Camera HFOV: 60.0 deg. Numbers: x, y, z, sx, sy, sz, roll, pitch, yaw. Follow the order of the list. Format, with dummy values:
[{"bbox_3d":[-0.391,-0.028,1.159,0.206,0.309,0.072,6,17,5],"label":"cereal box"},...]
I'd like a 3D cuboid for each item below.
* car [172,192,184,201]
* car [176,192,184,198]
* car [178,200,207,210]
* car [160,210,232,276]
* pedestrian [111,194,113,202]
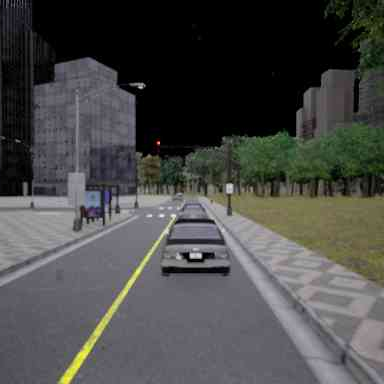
[{"bbox_3d":[-2.999,1.238,68.705,1.994,1.385,4.181,0,0,0],"label":"car"},{"bbox_3d":[-3.054,0.737,84.271,1.812,1.442,4.674,0,0,0],"label":"car"},{"bbox_3d":[0.089,1.475,22.647,1.994,1.385,4.181,0,0,0],"label":"car"},{"bbox_3d":[0.094,1.510,10.191,2.033,1.411,5.357,0,0,0],"label":"car"},{"bbox_3d":[-10.074,0.909,40.722,0.375,1.860,0.375,0,1,1],"label":"pedestrian"}]
